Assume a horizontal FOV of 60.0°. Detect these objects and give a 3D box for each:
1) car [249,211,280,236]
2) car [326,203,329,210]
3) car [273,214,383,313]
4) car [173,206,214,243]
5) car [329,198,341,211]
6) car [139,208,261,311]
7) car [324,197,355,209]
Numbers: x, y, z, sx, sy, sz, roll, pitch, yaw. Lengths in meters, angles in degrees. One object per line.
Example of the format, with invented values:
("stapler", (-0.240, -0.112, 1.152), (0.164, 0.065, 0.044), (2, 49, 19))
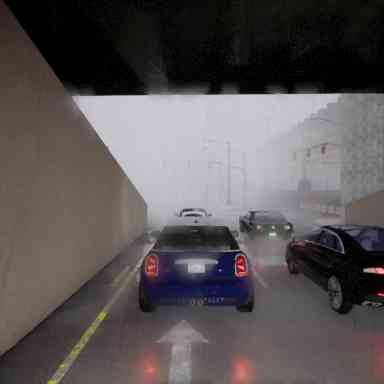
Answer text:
("car", (3.587, 1.601, 16.970), (1.895, 1.301, 4.718), (0, 0, 0))
("car", (17.507, 1.453, 39.360), (2.038, 1.542, 4.974), (0, 0, 45))
("car", (3.581, 1.492, 7.644), (2.128, 1.511, 4.902), (0, 0, 0))
("car", (0.065, 1.526, 16.961), (1.812, 1.442, 4.674), (0, 0, 0))
("car", (17.406, 1.453, 34.753), (2.038, 1.542, 4.974), (0, 0, -35))
("car", (0.082, 1.352, 7.910), (2.097, 1.767, 4.553), (0, 0, 0))
("car", (17.543, 1.295, 39.397), (1.853, 1.218, 4.536), (0, 0, 45))
